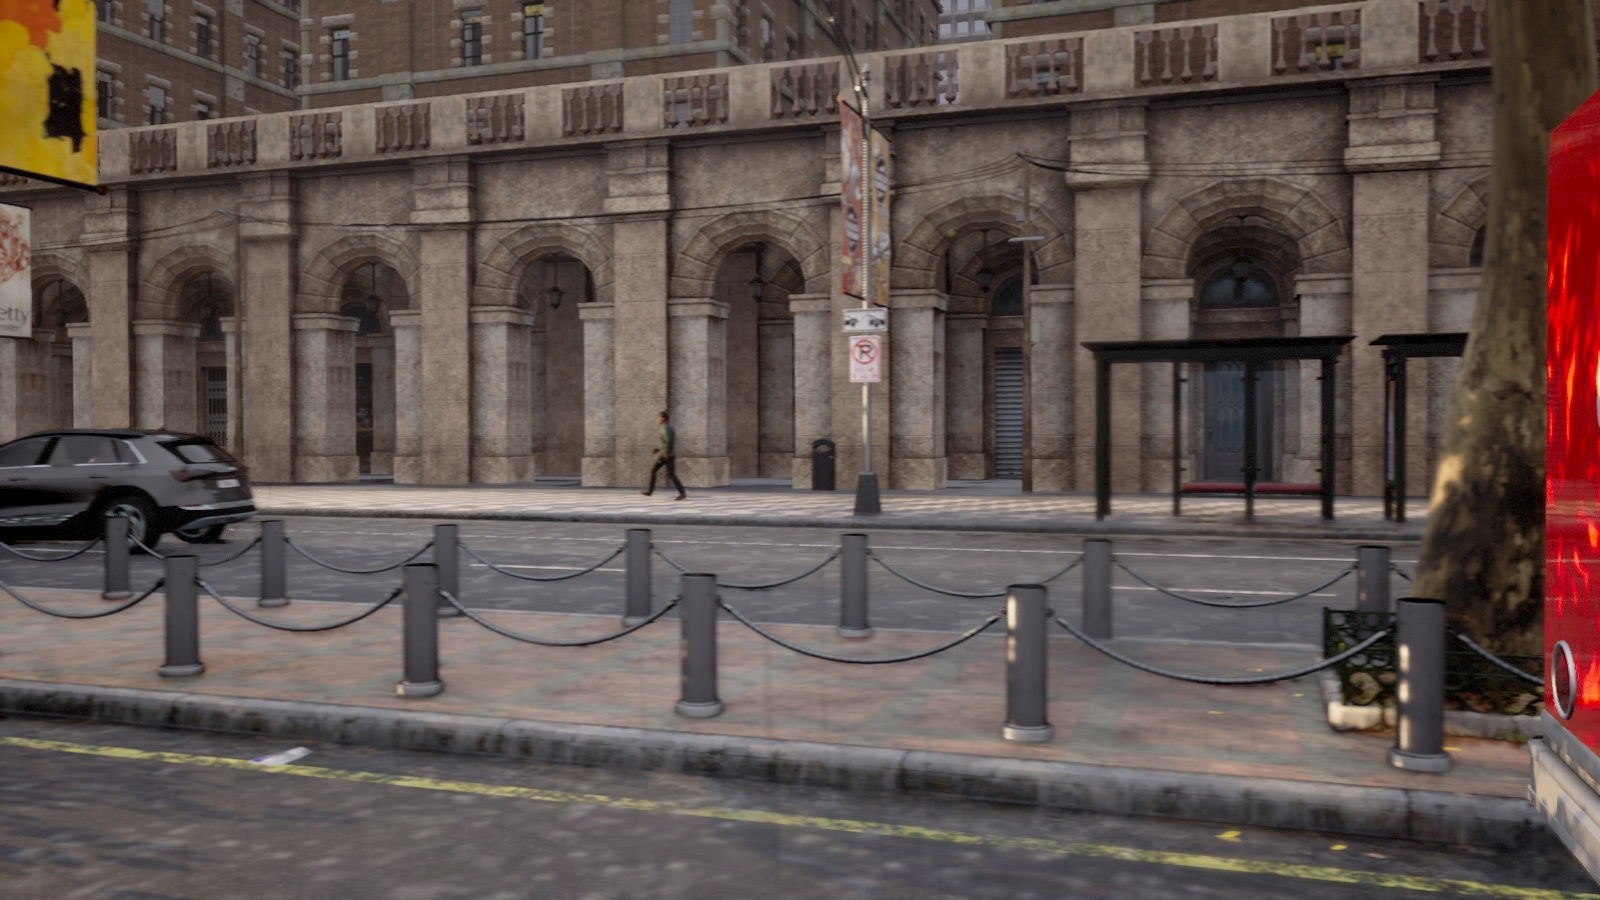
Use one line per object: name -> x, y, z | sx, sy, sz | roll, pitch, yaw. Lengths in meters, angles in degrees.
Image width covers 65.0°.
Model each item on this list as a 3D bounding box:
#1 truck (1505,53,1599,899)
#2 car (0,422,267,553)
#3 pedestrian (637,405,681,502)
truck -> 4.220, 0.327, 1.769 | 5.204, 2.467, 2.627 | 1, 1, 19
car -> -10.092, 0.445, 17.070 | 4.856, 1.649, 2.033 | 0, 1, 4
pedestrian -> -2.849, 0.066, 25.397 | 0.788, 1.949, 0.423 | 1, 1, 20
